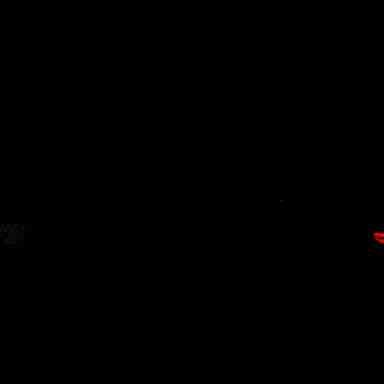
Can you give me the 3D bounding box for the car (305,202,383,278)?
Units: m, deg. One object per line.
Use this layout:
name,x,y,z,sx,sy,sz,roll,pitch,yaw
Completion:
car,5.526,1.319,10.602,2.150,2.045,5.566,0,-1,-1

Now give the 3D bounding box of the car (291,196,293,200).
car,25.794,1.638,86.909,1.994,1.385,4.181,0,2,20

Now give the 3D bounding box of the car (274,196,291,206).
car,18.685,1.780,70.123,2.150,2.045,5.566,-1,1,25
